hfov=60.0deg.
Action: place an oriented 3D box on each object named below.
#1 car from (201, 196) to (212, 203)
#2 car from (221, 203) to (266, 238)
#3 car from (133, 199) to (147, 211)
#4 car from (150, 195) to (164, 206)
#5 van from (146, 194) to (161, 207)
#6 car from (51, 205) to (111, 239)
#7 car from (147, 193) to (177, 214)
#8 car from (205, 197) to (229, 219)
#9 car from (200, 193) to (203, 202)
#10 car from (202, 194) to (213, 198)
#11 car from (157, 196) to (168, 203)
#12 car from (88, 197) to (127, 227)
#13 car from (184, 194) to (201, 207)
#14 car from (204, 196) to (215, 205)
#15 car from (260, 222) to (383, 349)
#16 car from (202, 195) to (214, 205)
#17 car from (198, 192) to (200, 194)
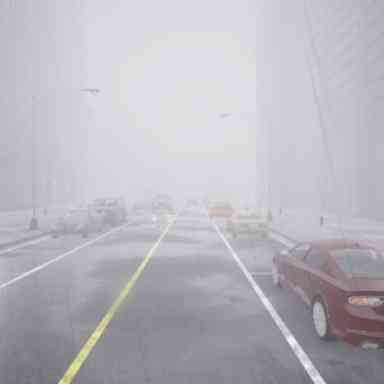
[{"bbox_3d":[2.783,1.477,65.991,1.947,1.339,4.313,0,0,0],"label":"car"},{"bbox_3d":[2.766,1.496,17.335,1.752,1.417,4.829,0,0,0],"label":"car"},{"bbox_3d":[-5.752,1.488,38.880,1.887,1.381,4.507,0,0,0],"label":"car"},{"bbox_3d":[-5.746,1.365,55.159,1.967,1.590,4.097,0,0,0],"label":"car"},{"bbox_3d":[-5.749,1.272,49.732,1.690,1.788,3.998,0,0,0],"label":"van"},{"bbox_3d":[-5.759,1.553,17.177,1.802,1.307,4.206,0,0,0],"label":"car"},{"bbox_3d":[-3.078,1.167,35.688,2.150,2.045,5.566,0,0,0],"label":"car"},{"bbox_3d":[2.371,1.433,28.289,1.882,1.535,5.008,0,0,0],"label":"car"},{"bbox_3d":[2.778,1.240,55.140,2.192,1.841,5.009,0,0,0],"label":"car"},{"bbox_3d":[2.777,1.457,49.885,1.752,1.417,4.829,0,0,0],"label":"car"},{"bbox_3d":[-5.742,1.493,66.011,1.802,1.307,4.206,0,0,0],"label":"car"},{"bbox_3d":[-5.758,1.278,22.602,2.192,1.841,5.009,0,0,0],"label":"car"},{"bbox_3d":[0.036,1.438,49.120,1.837,1.490,4.892,0,0,0],"label":"car"},{"bbox_3d":[2.772,1.488,38.865,1.887,1.381,4.507,0,0,0],"label":"car"},{"bbox_3d":[2.762,1.533,6.315,1.887,1.381,4.507,0,0,0],"label":"car"},{"bbox_3d":[2.775,1.488,44.289,2.008,1.369,4.403,0,0,0],"label":"car"},{"bbox_3d":[2.793,1.435,92.427,1.947,1.339,4.313,0,0,0],"label":"car"}]
